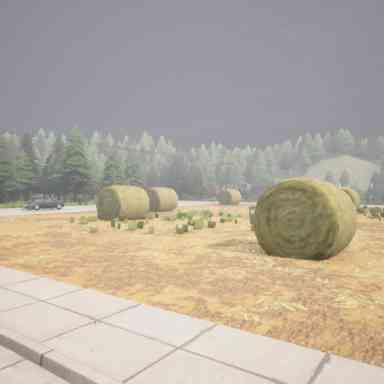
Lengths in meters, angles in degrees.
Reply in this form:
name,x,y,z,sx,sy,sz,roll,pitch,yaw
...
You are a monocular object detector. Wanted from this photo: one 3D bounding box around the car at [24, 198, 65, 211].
name,x,y,z,sx,sy,sz,roll,pitch,yaw
car,-18.323,1.499,41.437,2.128,1.511,4.902,0,0,36
